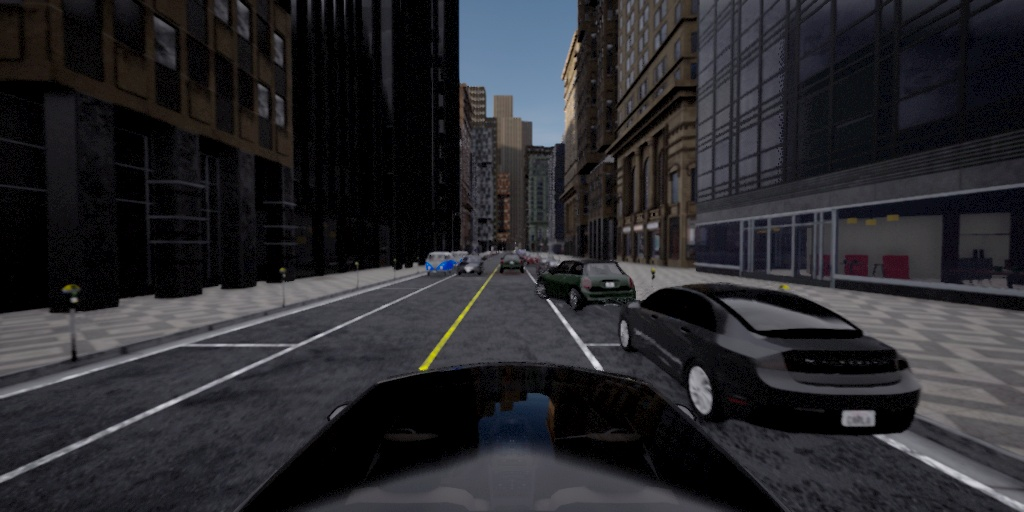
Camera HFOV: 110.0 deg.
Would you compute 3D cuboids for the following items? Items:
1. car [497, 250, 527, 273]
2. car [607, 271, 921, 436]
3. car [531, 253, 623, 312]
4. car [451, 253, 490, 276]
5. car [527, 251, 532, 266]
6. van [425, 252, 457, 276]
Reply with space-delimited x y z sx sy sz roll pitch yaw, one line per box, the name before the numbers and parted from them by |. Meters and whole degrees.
car | -0.009 0.530 32.756 2.097 1.767 4.553 0 1 0
car | 3.134 1.181 5.668 1.837 1.490 4.892 0 1 0
car | 2.551 0.886 13.454 2.097 1.767 4.553 0 1 -15
car | -3.171 0.749 28.497 2.128 1.511 4.902 0 1 0
car | 2.733 0.380 45.704 1.967 1.591 4.097 0 0 0
van | -5.744 0.594 28.730 1.690 1.789 3.998 0 0 0
